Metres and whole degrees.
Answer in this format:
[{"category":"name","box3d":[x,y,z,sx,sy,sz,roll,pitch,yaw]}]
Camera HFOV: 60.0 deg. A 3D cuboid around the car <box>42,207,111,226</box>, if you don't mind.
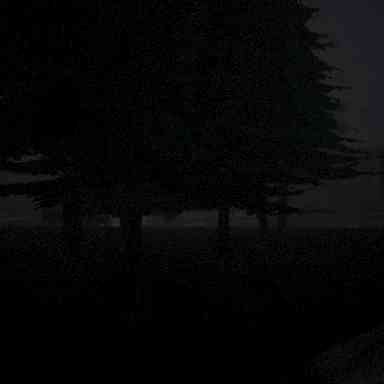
[{"category":"car","box3d":[-7.901,1.514,22.982,4.674,1.442,1.812,0,0,3]}]
